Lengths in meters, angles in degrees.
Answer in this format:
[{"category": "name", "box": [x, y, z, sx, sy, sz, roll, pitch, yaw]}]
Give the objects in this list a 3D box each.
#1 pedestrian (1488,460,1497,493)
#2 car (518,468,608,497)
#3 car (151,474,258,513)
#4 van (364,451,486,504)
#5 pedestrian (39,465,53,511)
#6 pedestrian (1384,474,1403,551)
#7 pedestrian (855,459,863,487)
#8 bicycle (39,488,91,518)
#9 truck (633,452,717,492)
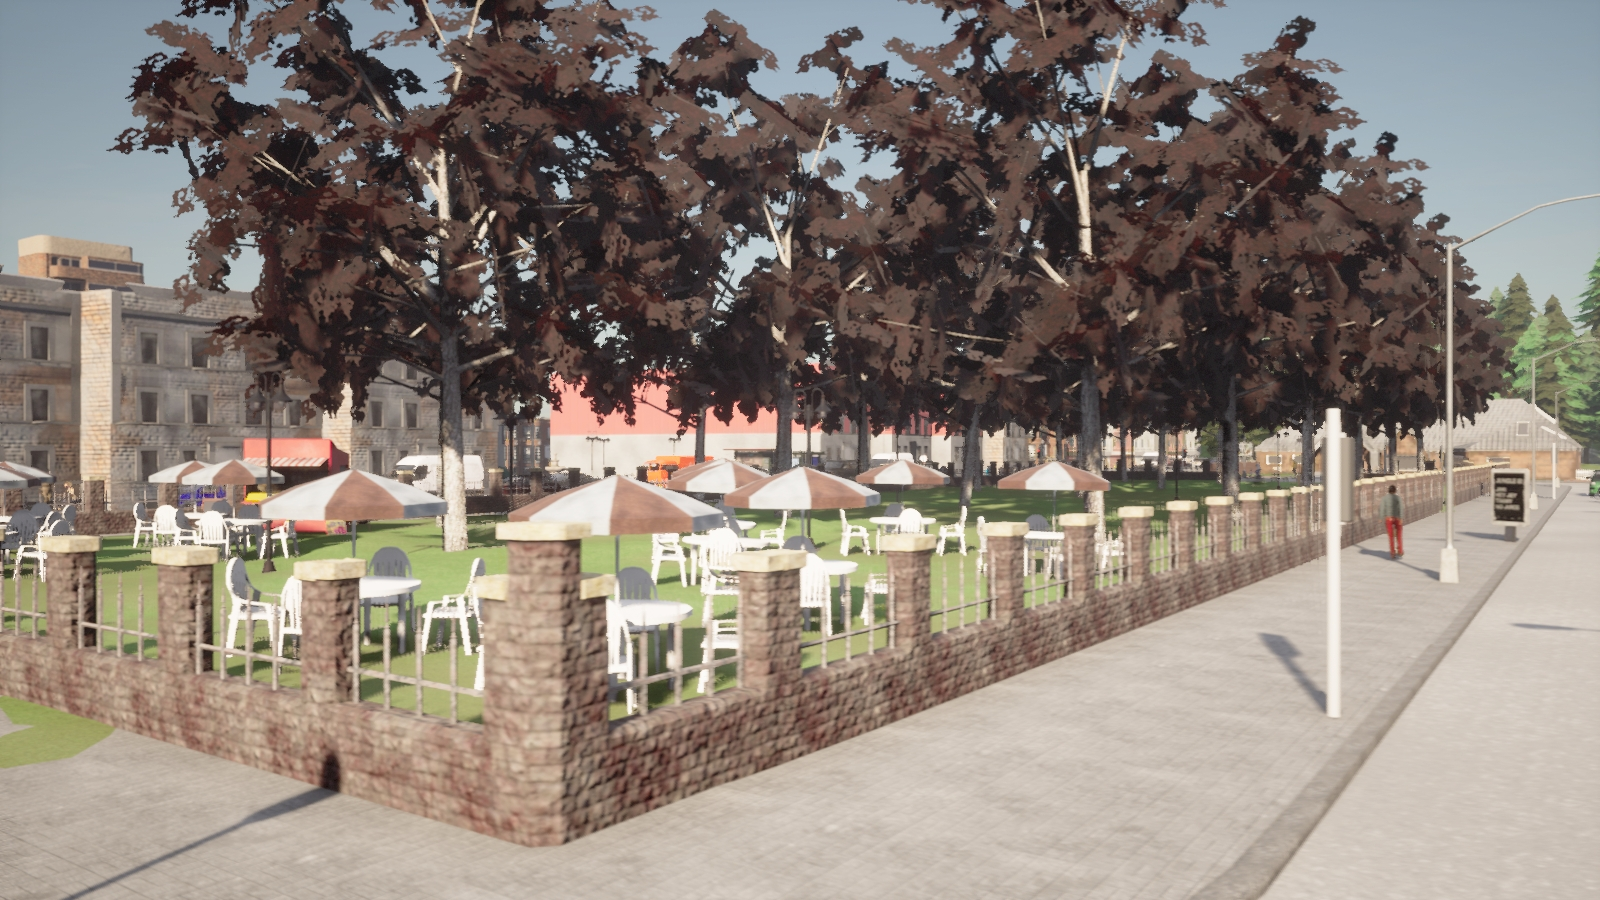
[{"category": "pedestrian", "box": [39.672, 1.526, 65.458, 0.375, 1.860, 0.375, 0, 0, 35]}, {"category": "car", "box": [-13.608, 1.828, 65.963, 2.097, 1.535, 5.006, 0, 0, 35]}, {"category": "car", "box": [-25.471, 1.832, 48.955, 1.845, 1.501, 3.633, 0, 0, 35]}, {"category": "van", "box": [-19.006, 1.329, 58.235, 1.988, 2.561, 5.915, 0, 0, 35]}, {"category": "pedestrian", "box": [-30.715, 1.537, 46.536, 0.375, 1.860, 0.375, 0, 0, 32]}, {"category": "pedestrian", "box": [14.524, 1.526, 27.957, 0.375, 1.860, 0.375, 0, 0, 37]}, {"category": "pedestrian", "box": [3.920, 1.534, 75.646, 0.375, 1.860, 0.375, 0, 0, 35]}, {"category": "bicycle", "box": [-28.597, 2.050, 44.492, 0.859, 1.080, 1.487, 0, 0, 35]}, {"category": "truck", "box": [-8.042, 1.364, 73.917, 2.627, 2.467, 5.204, 0, 0, 35]}]
